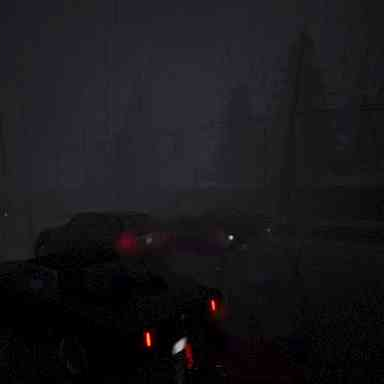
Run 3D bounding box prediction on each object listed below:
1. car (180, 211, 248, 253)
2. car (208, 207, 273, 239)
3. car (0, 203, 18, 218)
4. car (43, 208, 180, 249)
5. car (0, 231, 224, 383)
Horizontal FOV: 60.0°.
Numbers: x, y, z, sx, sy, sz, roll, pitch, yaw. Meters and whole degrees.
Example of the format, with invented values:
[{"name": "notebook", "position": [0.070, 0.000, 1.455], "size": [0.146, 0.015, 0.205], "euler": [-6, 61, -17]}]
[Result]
[{"name": "car", "position": [-0.272, 1.563, 12.781], "size": [4.181, 1.385, 1.994], "euler": [0, 0, 35]}, {"name": "car", "position": [1.398, 1.491, 15.890], "size": [4.902, 1.511, 2.128], "euler": [0, 0, 36]}, {"name": "car", "position": [-17.350, 1.602, 29.263], "size": [4.718, 1.301, 1.895], "euler": [0, 0, 35]}, {"name": "car", "position": [-2.893, 1.352, 10.352], "size": [4.553, 1.767, 2.097], "euler": [0, 0, 36]}, {"name": "car", "position": [-1.959, 1.601, 5.388], "size": [4.718, 1.301, 1.895], "euler": [0, 0, 36]}]
